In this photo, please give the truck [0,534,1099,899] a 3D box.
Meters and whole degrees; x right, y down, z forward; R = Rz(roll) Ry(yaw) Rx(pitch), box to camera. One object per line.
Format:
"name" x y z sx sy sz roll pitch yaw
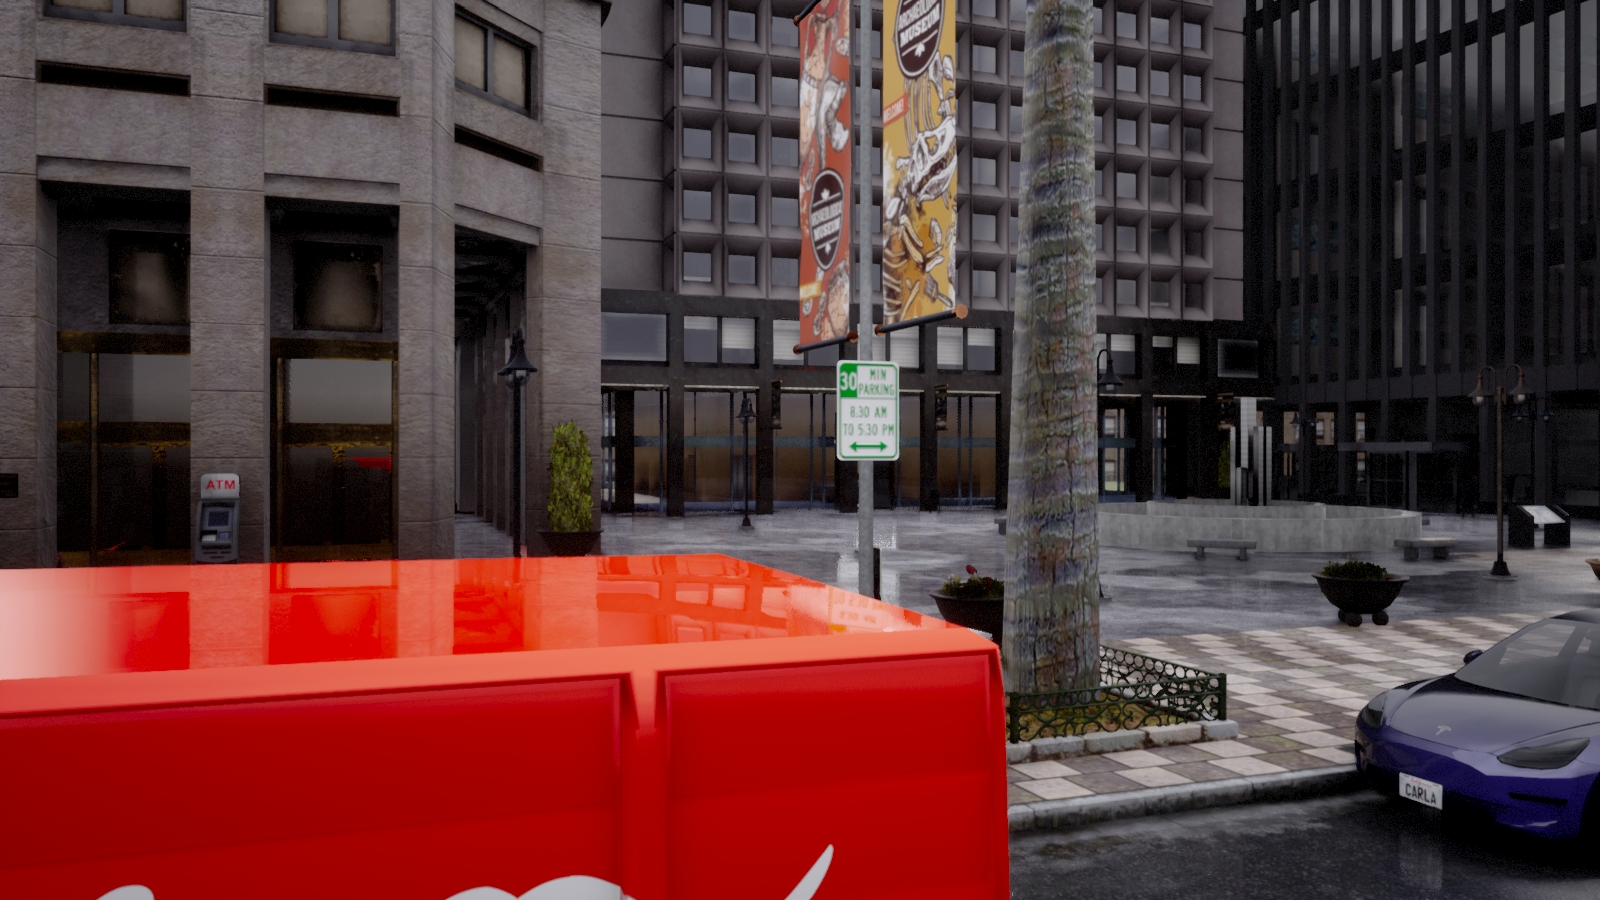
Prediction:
"truck" -2.337 1.568 2.464 5.204 2.467 2.627 0 0 -20
